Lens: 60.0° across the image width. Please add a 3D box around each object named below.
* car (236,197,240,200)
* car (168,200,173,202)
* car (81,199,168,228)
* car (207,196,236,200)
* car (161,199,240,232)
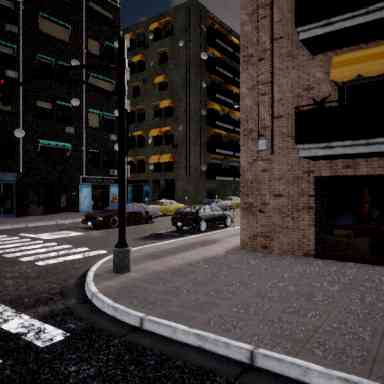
[{"bbox_3d":[4.207,1.111,36.515,1.752,1.417,4.829,1,1,36],"label":"car"},{"bbox_3d":[-2.479,1.252,27.355,1.752,1.417,4.829,1,1,36],"label":"car"},{"bbox_3d":[-4.194,1.348,20.840,2.033,1.411,5.357,0,1,36],"label":"car"},{"bbox_3d":[1.648,1.241,28.833,1.994,1.385,4.181,0,1,37],"label":"car"},{"bbox_3d":[0.662,1.333,18.290,2.008,1.369,4.403,1,1,36],"label":"car"}]
